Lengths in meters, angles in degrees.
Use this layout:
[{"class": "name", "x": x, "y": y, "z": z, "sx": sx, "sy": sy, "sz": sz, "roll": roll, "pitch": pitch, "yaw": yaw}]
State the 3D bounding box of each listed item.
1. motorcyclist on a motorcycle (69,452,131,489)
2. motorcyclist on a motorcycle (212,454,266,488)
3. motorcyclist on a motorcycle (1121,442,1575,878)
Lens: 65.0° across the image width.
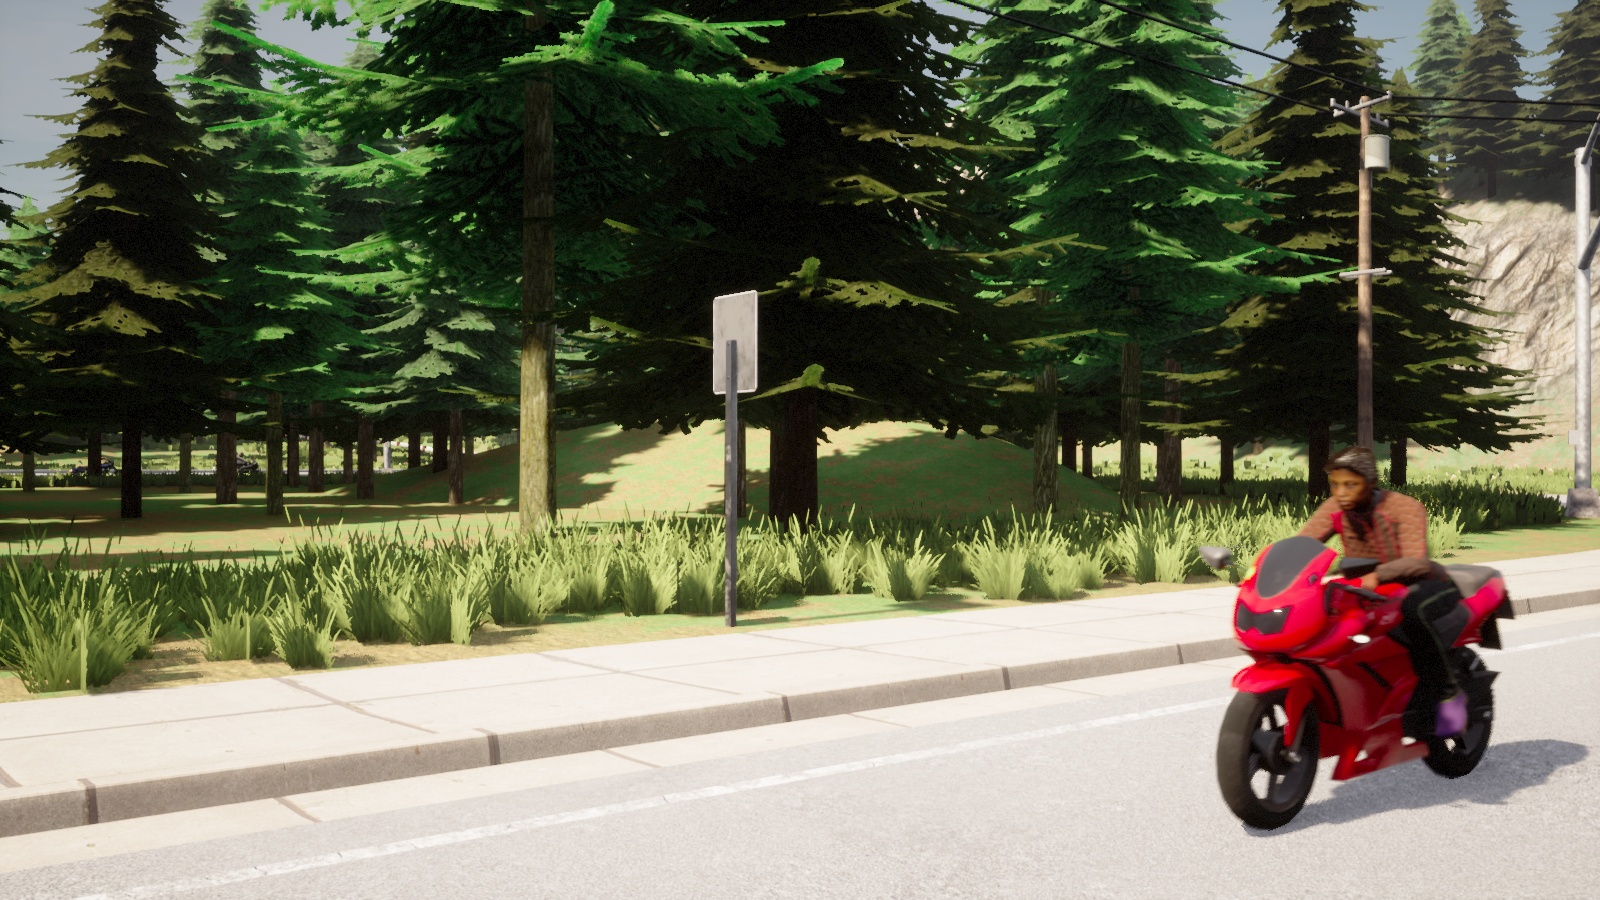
[{"class": "motorcyclist on a motorcycle", "x": -30.987, "y": 0.895, "z": 55.619, "sx": 2.350, "sy": 1.649, "sz": 0.766, "roll": 0, "pitch": 0, "yaw": -35}, {"class": "motorcyclist on a motorcycle", "x": -26.303, "y": 0.977, "z": 58.883, "sx": 2.191, "sy": 1.530, "sz": 0.866, "roll": 0, "pitch": 0, "yaw": -35}, {"class": "motorcyclist on a motorcycle", "x": 2.357, "y": 0.734, "z": 5.299, "sx": 2.044, "sy": 1.523, "sz": 0.797, "roll": 0, "pitch": 0, "yaw": -35}]
